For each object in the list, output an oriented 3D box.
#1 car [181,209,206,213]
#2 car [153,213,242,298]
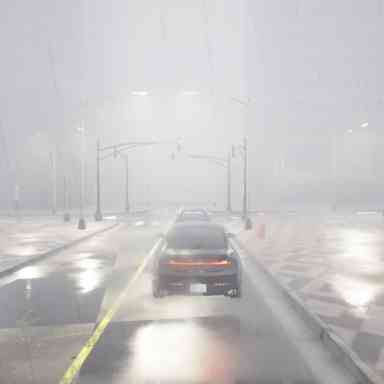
[{"bbox_3d":[0.068,1.557,17.375,1.994,1.385,4.181,0,0,1],"label":"car"},{"bbox_3d":[0.104,1.502,8.471,1.837,1.490,4.892,0,0,0],"label":"car"}]
